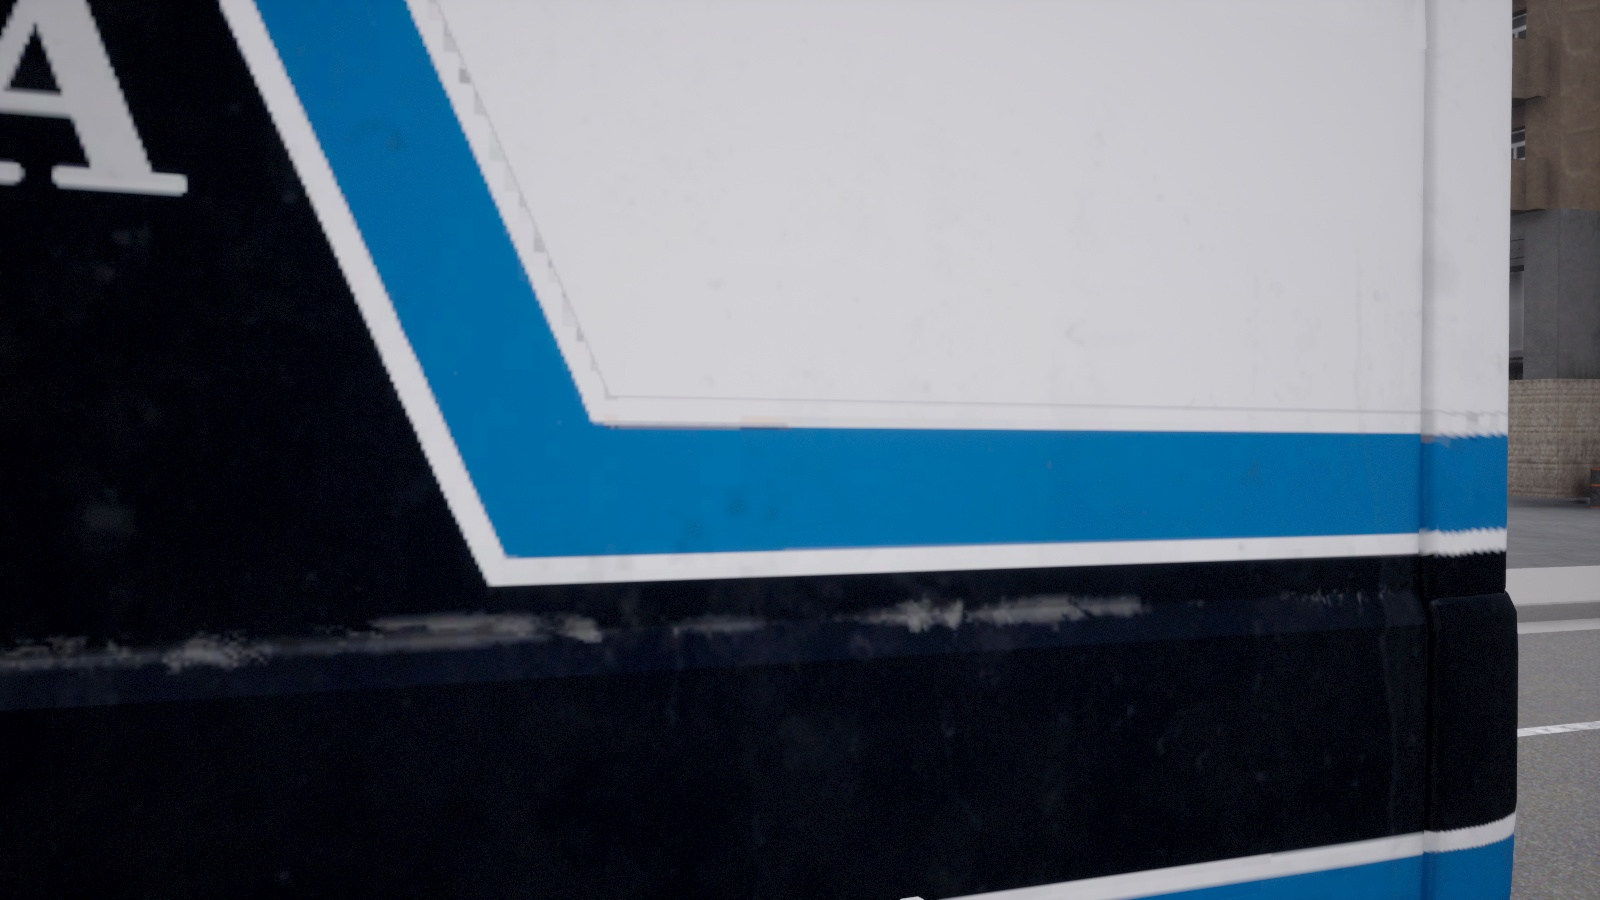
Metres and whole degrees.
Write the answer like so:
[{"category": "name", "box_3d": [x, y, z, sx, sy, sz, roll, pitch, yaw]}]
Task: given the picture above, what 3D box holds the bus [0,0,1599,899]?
[{"category": "bus", "box_3d": [-4.445, -0.550, 1.569, 10.273, 4.253, 3.944, -1, 1, -21]}]
